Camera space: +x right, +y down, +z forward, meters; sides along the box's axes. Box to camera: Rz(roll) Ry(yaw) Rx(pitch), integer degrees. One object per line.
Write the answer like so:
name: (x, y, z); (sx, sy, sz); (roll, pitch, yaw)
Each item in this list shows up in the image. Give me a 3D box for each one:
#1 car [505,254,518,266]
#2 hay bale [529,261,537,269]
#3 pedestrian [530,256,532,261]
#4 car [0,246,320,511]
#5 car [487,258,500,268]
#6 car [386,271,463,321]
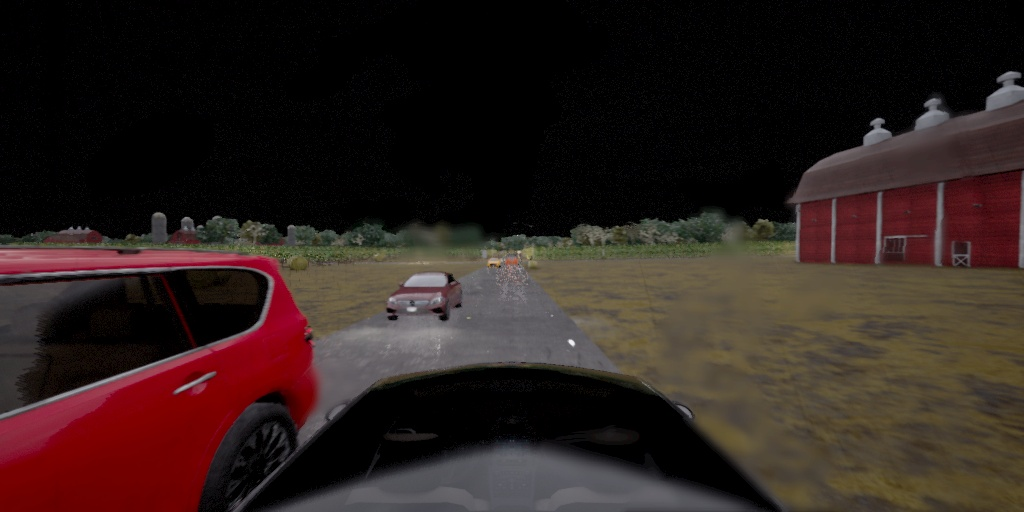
car: (-0.065, 0.768, 61.162); (2.097, 1.767, 4.553); (0, 0, 0)
hay bale: (3.069, 1.291, 52.841); (1.220, 1.180, 1.240); (0, 0, 0)
pedestrian: (2.767, 0.904, 53.956); (0.375, 1.860, 0.375); (-2, 2, -10)
car: (-2.845, 0.972, 1.043); (2.150, 2.045, 5.566); (0, 0, 0)
car: (-2.861, 1.098, 56.823); (1.882, 1.535, 5.008); (0, 0, 0)
car: (-2.851, 1.270, 12.596); (1.812, 1.442, 4.674); (0, 0, 0)
